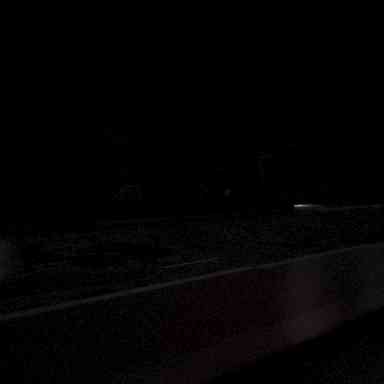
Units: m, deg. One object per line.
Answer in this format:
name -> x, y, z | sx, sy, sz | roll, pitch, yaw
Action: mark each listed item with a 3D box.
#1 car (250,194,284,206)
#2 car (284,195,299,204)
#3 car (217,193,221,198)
car -> 9.067, 1.086, 44.196 | 2.033, 1.411, 5.357 | -1, 1, -35
car -> 12.062, 1.034, 46.021 | 2.033, 1.411, 5.357 | -1, 1, -35
car -> 5.427, 0.876, 70.310 | 1.994, 1.385, 4.181 | -1, 1, -6
